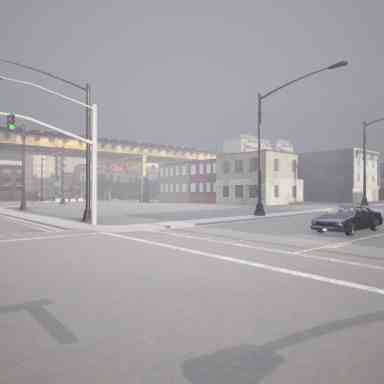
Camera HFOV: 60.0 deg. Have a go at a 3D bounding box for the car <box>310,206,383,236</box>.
[{"bbox_3d":[8.754,1.490,18.519,5.357,1.411,2.033,-1,0,-40],"label":"car"}]

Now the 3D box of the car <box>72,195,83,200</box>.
[{"bbox_3d":[-29.675,1.443,86.146,1.853,1.218,4.536,0,0,-9],"label":"car"}]

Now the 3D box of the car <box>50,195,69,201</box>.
[{"bbox_3d":[-33.384,1.593,85.766,4.974,1.542,2.038,0,0,21],"label":"car"}]

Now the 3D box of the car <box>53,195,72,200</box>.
[{"bbox_3d":[-33.432,1.436,85.785,4.536,1.218,1.853,0,0,21],"label":"car"}]

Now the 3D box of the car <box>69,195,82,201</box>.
[{"bbox_3d":[-29.667,1.600,86.094,2.038,1.542,4.974,0,0,-9],"label":"car"}]
